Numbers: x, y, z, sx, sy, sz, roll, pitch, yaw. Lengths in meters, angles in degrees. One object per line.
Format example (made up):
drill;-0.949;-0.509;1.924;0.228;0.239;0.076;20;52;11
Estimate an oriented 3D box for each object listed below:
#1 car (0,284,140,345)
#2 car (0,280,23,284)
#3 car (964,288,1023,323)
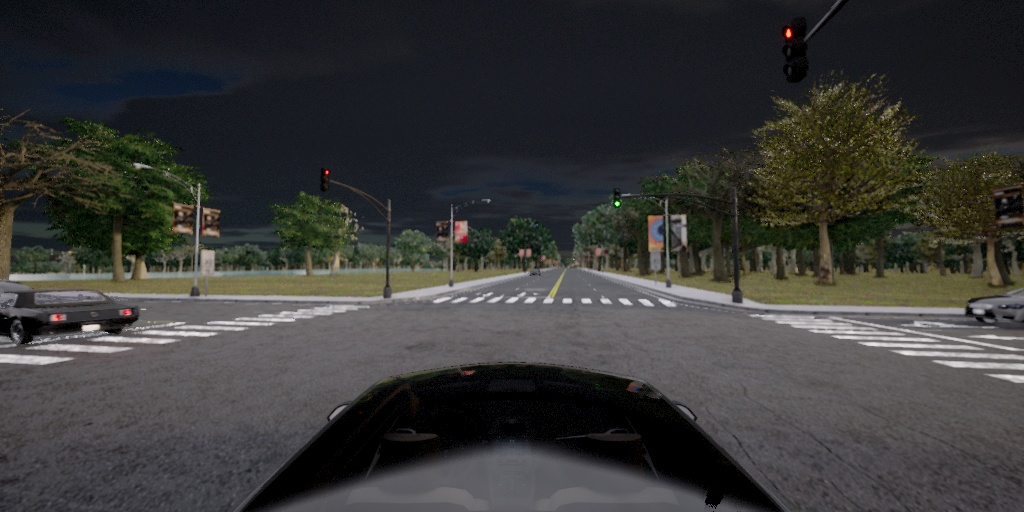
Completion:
car;-12.840;1.553;9.868;4.718;1.301;1.895;0;-3;18
car;-17.446;1.524;11.787;4.892;1.490;1.837;0;-3;9
car;19.243;1.733;12.542;4.902;1.511;2.128;0;-3;9
